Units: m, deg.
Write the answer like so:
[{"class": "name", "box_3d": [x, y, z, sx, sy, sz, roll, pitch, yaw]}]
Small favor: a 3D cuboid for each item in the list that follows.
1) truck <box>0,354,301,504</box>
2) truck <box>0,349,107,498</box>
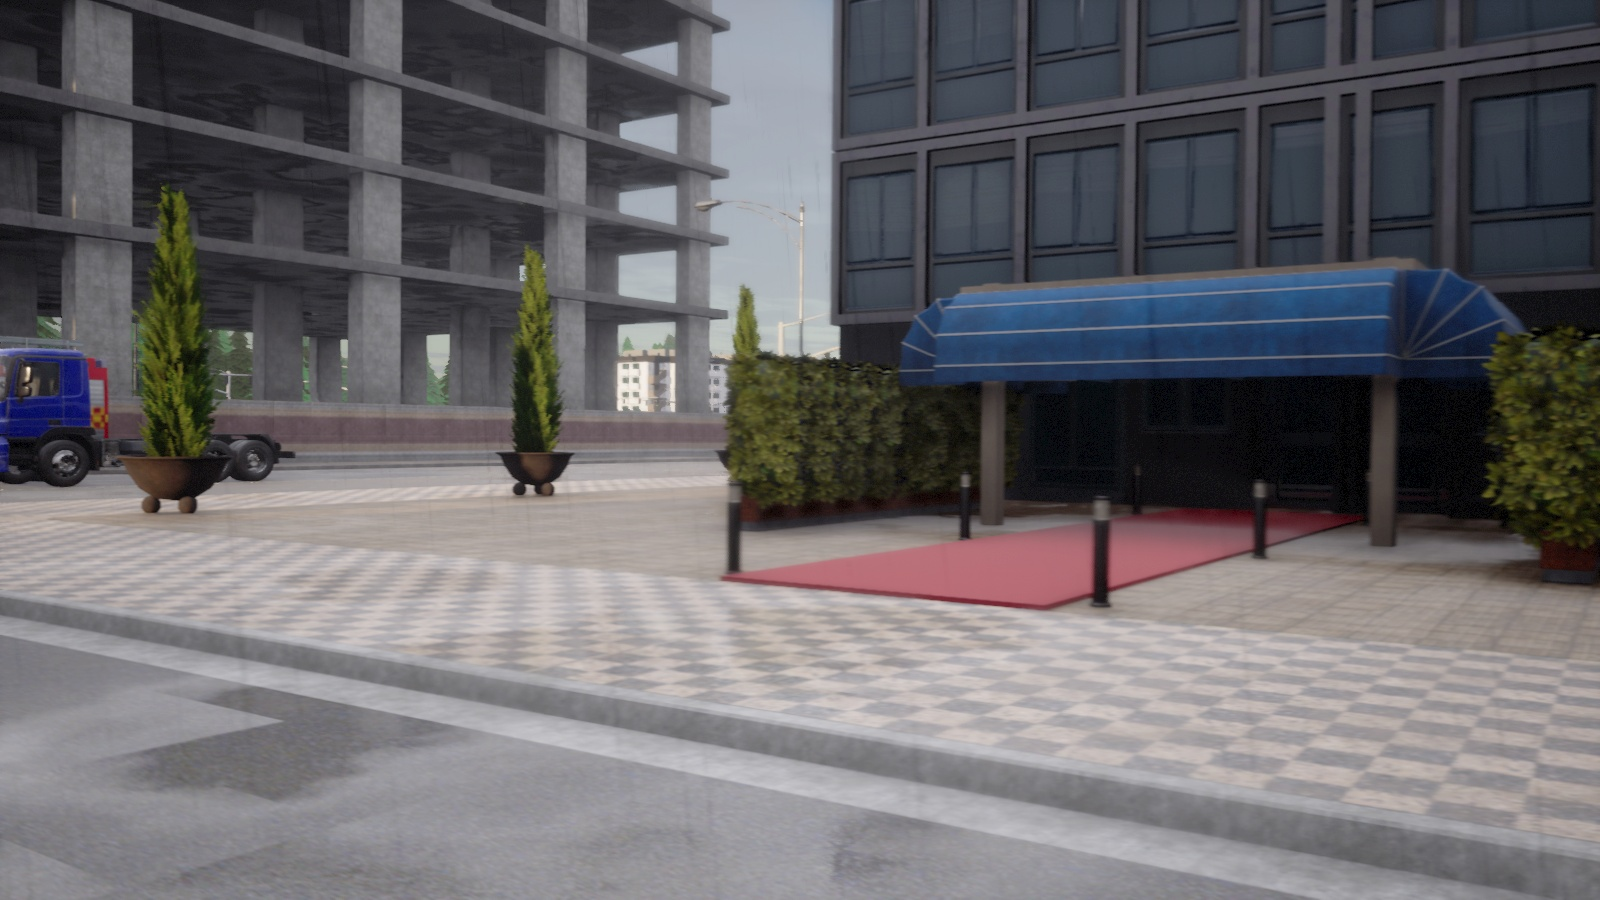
[{"class": "truck", "box_3d": [-17.528, -0.542, 32.985, 2.891, 3.462, 7.936, 0, 1, 34]}, {"class": "truck", "box_3d": [-22.598, -0.661, 31.718, 2.891, 3.827, 8.468, 0, 1, 34]}]
